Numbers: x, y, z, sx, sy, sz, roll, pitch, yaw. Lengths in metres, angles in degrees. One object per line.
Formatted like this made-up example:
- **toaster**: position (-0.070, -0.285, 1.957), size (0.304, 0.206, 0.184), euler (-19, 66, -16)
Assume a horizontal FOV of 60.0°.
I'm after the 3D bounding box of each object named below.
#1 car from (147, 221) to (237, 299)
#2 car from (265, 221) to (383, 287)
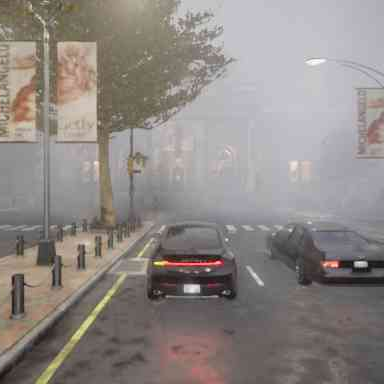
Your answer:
- **car**: position (-0.003, 1.501, 8.436), size (1.837, 1.490, 4.892), euler (0, 0, 0)
- **car**: position (3.496, 1.543, 9.400), size (2.033, 1.411, 5.357), euler (0, 0, 0)
